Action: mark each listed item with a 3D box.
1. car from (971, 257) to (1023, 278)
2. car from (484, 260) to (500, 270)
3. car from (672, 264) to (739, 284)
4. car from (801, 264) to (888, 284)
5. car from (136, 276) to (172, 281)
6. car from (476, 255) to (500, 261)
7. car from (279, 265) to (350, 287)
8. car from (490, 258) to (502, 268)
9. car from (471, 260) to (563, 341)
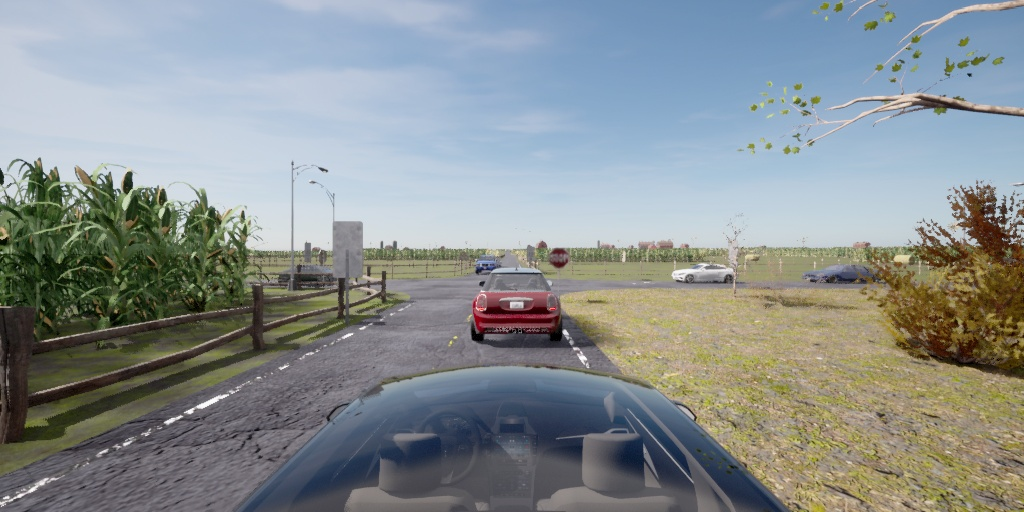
[{"bbox_3d":[38.453,1.061,27.062,5.566,2.045,2.150,0,0,0],"label":"car"},{"bbox_3d":[-2.772,1.244,50.668,1.994,1.385,4.181,0,0,0],"label":"car"},{"bbox_3d":[14.541,1.298,27.057,4.674,1.442,1.812,0,0,0],"label":"car"},{"bbox_3d":[25.088,1.350,27.069,5.357,1.411,2.033,0,0,0],"label":"car"},{"bbox_3d":[-26.053,1.209,24.055,5.357,1.411,2.033,0,0,0],"label":"car"},{"bbox_3d":[-2.821,0.927,40.742,2.150,2.045,5.566,0,0,1],"label":"car"},{"bbox_3d":[-13.182,1.268,23.988,4.181,1.385,1.994,0,0,4],"label":"car"},{"bbox_3d":[-2.726,1.151,61.054,1.837,1.490,4.892,0,0,1],"label":"car"},{"bbox_3d":[0.110,1.100,10.017,2.097,1.767,4.553,0,0,0],"label":"car"}]
